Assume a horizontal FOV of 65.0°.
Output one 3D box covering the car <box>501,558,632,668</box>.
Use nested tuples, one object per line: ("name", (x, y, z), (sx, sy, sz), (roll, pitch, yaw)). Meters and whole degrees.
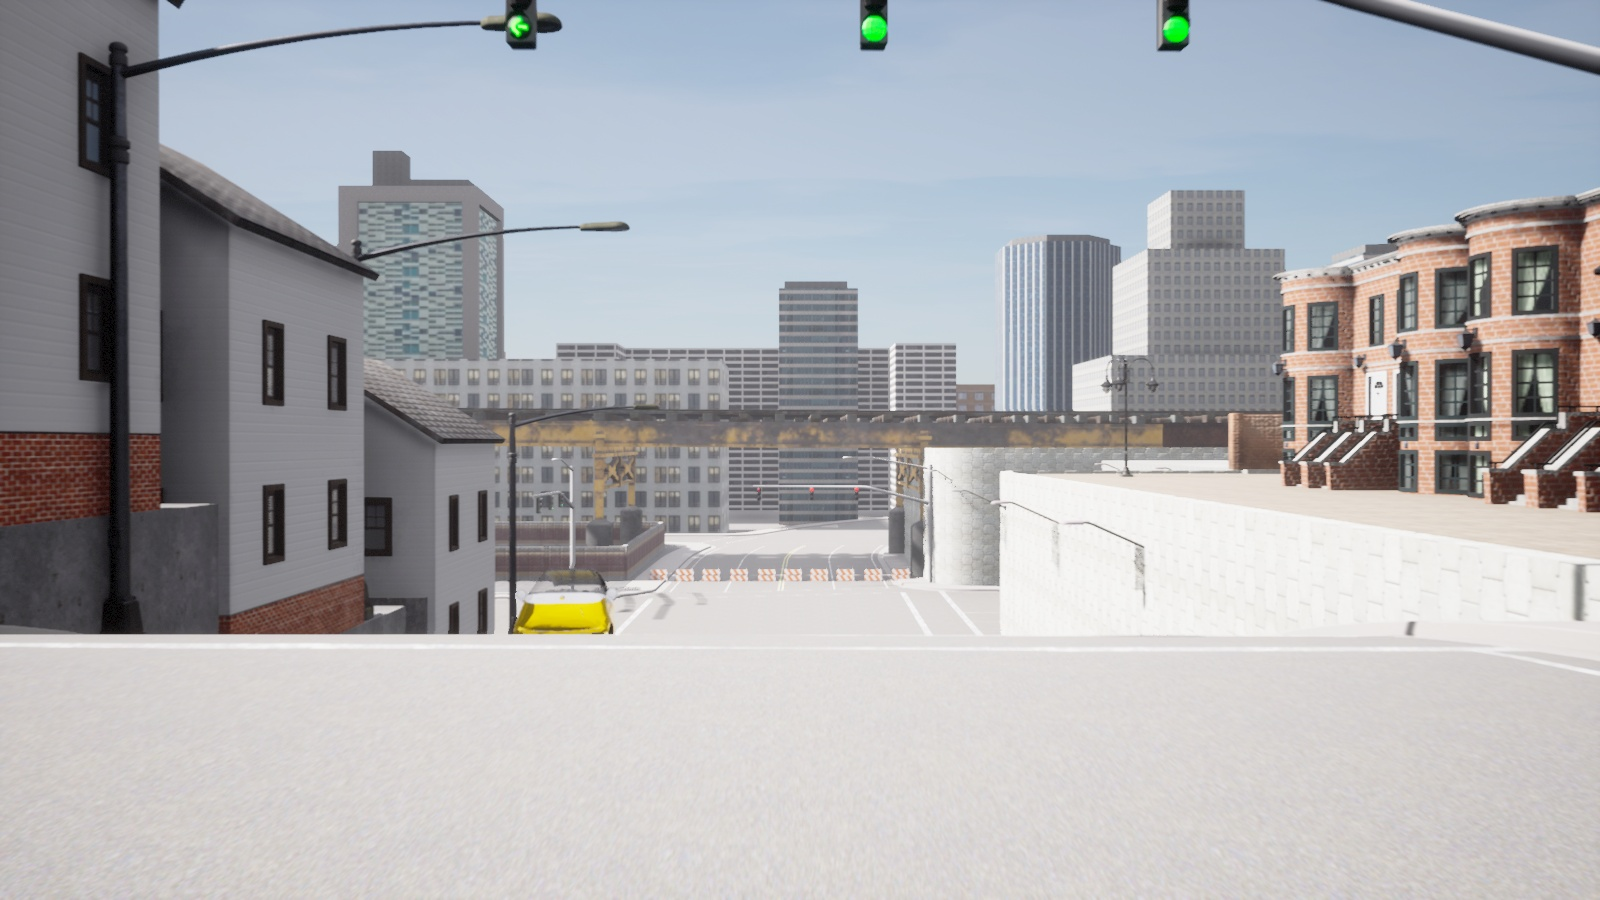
("car", (-3.387, 2.458, 18.568), (1.481, 1.376, 2.207), (-1, -13, 0))
